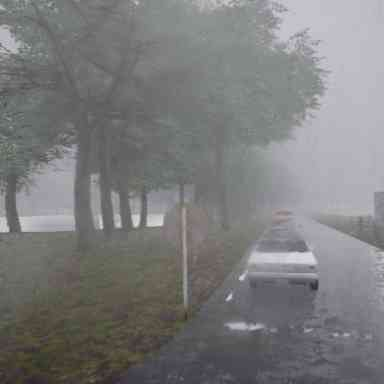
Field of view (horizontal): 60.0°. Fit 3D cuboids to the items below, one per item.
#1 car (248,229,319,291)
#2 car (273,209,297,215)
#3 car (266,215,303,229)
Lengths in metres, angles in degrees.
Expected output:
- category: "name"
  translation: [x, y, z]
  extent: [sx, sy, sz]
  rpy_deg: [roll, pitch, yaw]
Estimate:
- category: "car"
  translation: [2.922, 2.090, 10.668]
  extent: [1.895, 1.301, 4.718]
  rpy_deg: [-2, -3, 16]
- category: "car"
  translation: [9.926, 2.875, 35.573]
  extent: [2.150, 2.045, 5.566]
  rpy_deg: [-2, -3, 16]
- category: "car"
  translation: [5.951, 2.486, 21.448]
  extent: [1.837, 1.490, 4.892]
  rpy_deg: [-2, -3, 16]
